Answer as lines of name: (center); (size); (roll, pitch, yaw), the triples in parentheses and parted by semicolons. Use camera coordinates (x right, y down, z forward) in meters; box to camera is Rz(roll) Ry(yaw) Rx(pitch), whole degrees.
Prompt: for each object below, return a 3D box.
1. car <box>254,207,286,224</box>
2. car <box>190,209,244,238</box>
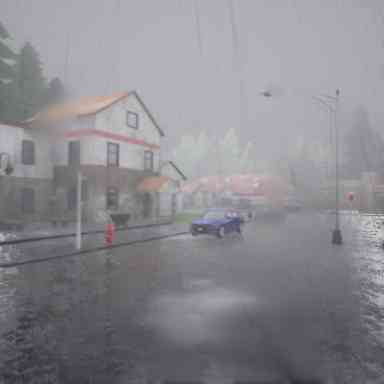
car: (7.422, 2.127, 31.148); (2.033, 1.411, 5.357); (0, -1, 29)
car: (1.626, 1.825, 20.338); (1.882, 1.535, 5.008); (0, -1, 28)
